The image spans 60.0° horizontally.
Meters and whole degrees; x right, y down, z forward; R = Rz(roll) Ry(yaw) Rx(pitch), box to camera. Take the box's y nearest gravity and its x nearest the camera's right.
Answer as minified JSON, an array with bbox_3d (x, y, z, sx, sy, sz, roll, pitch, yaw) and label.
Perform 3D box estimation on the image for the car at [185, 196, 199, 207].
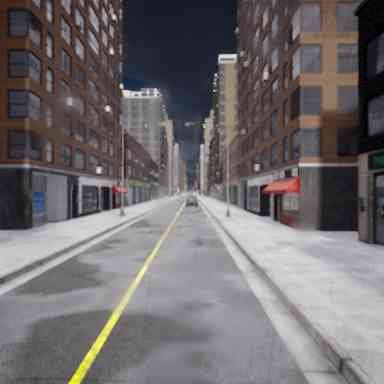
[{"bbox_3d":[-0.003,1.459,49.262,2.033,1.411,5.357,0,0,0],"label":"car"}]

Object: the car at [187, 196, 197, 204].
[{"bbox_3d":[-0.003,1.420,59.681,1.812,1.442,4.674,0,0,0],"label":"car"}]
